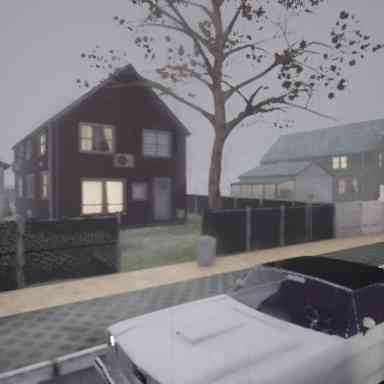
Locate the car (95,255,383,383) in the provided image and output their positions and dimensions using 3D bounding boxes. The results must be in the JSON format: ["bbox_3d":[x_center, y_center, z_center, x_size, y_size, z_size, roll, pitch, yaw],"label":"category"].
[{"bbox_3d":[1.356,1.581,4.047,4.718,1.301,1.895,0,0,-36],"label":"car"}]
